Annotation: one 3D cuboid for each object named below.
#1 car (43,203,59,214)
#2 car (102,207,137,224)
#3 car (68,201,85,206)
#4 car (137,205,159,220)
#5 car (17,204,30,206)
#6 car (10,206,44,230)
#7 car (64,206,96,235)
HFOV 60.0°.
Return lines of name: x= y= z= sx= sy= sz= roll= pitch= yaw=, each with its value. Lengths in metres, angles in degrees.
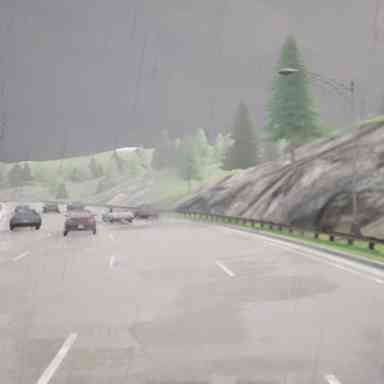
car: x=-20.312 y=2.286 z=47.917 sx=2.128 sy=1.511 sz=4.902 roll=0 pitch=-1 yaw=-28
car: x=-6.604 y=2.007 z=29.133 sx=1.895 sy=1.301 sz=4.718 roll=0 pitch=-1 yaw=-26
car: x=-17.482 y=2.132 z=50.051 sx=2.097 sy=1.767 sz=4.553 roll=0 pitch=-1 yaw=-27
car: x=-4.839 y=1.992 z=33.382 sx=1.994 sy=1.385 sz=4.181 roll=0 pitch=-1 yaw=-27
car: x=-24.698 y=2.427 z=48.739 sx=1.994 sy=1.385 sz=4.181 roll=0 pitch=-1 yaw=-28
car: x=-12.476 y=2.005 z=25.050 sx=1.994 sy=1.385 sz=4.181 roll=0 pitch=-1 yaw=-25
car: x=-7.164 y=1.854 z=21.298 sx=1.812 sy=1.442 sz=4.674 roll=0 pitch=-1 yaw=-19
